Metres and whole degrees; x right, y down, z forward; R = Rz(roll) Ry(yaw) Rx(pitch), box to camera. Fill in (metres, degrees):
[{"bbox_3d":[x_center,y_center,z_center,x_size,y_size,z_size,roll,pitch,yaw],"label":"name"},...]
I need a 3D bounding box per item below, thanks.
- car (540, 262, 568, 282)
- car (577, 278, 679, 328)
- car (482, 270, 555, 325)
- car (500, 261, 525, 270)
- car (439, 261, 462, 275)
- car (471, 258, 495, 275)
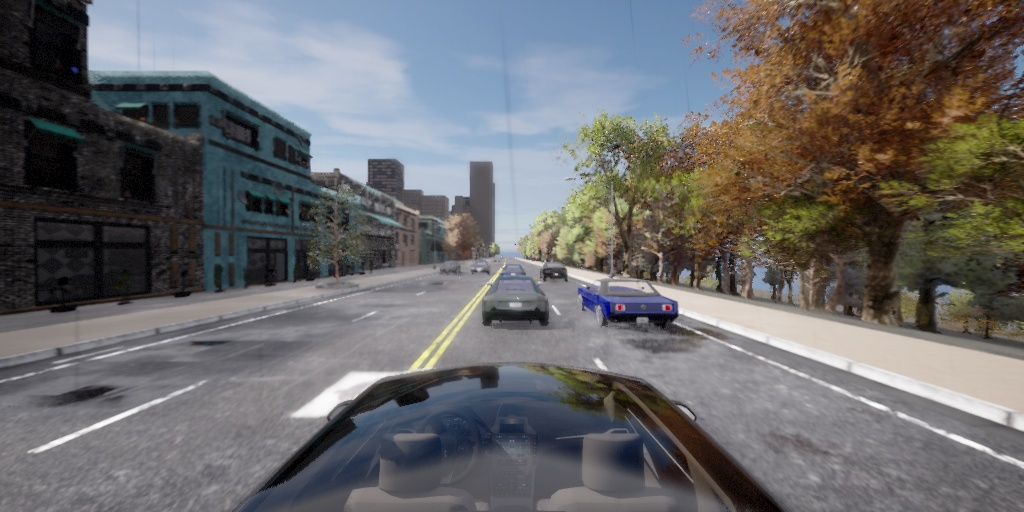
[{"bbox_3d":[3.356,1.238,29.466,1.882,1.535,5.008,0,0,0],"label":"car"},{"bbox_3d":[3.352,1.354,11.419,1.895,1.301,4.718,0,0,0],"label":"car"},{"bbox_3d":[0.103,1.318,11.879,1.994,1.385,4.181,0,0,0],"label":"car"},{"bbox_3d":[0.106,1.324,28.645,1.994,1.385,4.181,0,0,0],"label":"car"},{"bbox_3d":[-6.584,1.269,38.871,1.837,1.490,4.892,0,0,0],"label":"car"},{"bbox_3d":[-3.334,1.255,39.351,2.128,1.511,4.902,0,0,0],"label":"car"}]
